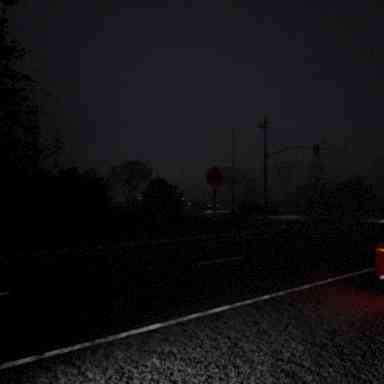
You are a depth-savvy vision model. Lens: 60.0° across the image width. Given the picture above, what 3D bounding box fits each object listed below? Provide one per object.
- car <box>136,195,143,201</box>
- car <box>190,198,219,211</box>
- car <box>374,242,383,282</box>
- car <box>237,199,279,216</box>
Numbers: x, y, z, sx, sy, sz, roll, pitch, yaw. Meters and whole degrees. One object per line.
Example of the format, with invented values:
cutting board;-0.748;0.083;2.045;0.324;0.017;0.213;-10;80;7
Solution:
car;-12.008;1.276;70.201;1.895;1.301;4.718;0;1;-40
car;1.509;1.568;42.803;1.837;1.490;4.892;0;0;-32
car;6.564;1.506;8.469;5.008;1.535;1.882;0;0;-37
car;6.775;1.547;34.447;1.882;1.535;5.008;0;0;-33
